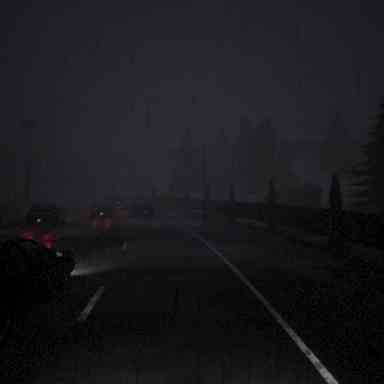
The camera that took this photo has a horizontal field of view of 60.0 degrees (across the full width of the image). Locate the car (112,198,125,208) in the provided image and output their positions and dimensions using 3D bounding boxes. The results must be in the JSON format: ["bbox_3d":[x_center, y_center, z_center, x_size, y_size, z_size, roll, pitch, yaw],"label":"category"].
[{"bbox_3d":[-9.861,1.535,44.117,1.837,1.490,4.892,0,0,-24],"label":"car"}]

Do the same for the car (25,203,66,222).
[{"bbox_3d":[-9.856,1.519,22.630,2.128,1.511,4.902,0,0,-13],"label":"car"}]

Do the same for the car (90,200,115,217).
[{"bbox_3d":[-8.704,1.626,31.545,1.895,1.301,4.718,0,0,-18],"label":"car"}]

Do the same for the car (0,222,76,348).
[{"bbox_3d":[-3.737,1.557,6.098,2.033,1.411,5.357,0,0,-4],"label":"car"}]

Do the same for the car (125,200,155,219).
[{"bbox_3d":[-4.608,1.492,30.004,1.882,1.535,5.008,0,0,-16],"label":"car"}]
